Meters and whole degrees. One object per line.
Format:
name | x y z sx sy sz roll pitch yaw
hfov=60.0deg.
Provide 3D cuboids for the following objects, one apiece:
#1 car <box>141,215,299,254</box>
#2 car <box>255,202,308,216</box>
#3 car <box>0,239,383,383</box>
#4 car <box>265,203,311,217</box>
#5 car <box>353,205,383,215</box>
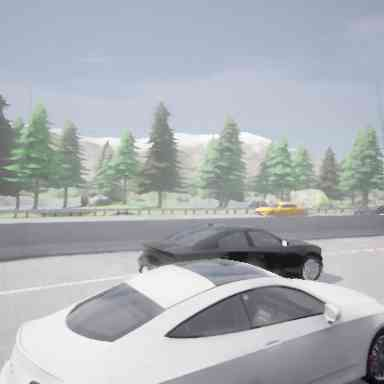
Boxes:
car | 1.144 1.529 8.306 5.008 1.535 1.882 1 -1 -31
car | 8.260 1.716 30.747 5.008 1.535 1.882 1 0 -18
car | 0.483 1.548 3.840 4.674 1.442 1.812 1 -1 -33
car | 10.069 1.843 34.989 4.181 1.385 1.994 1 0 -17
car | 16.467 1.881 29.525 4.181 1.385 1.994 1 0 -14
